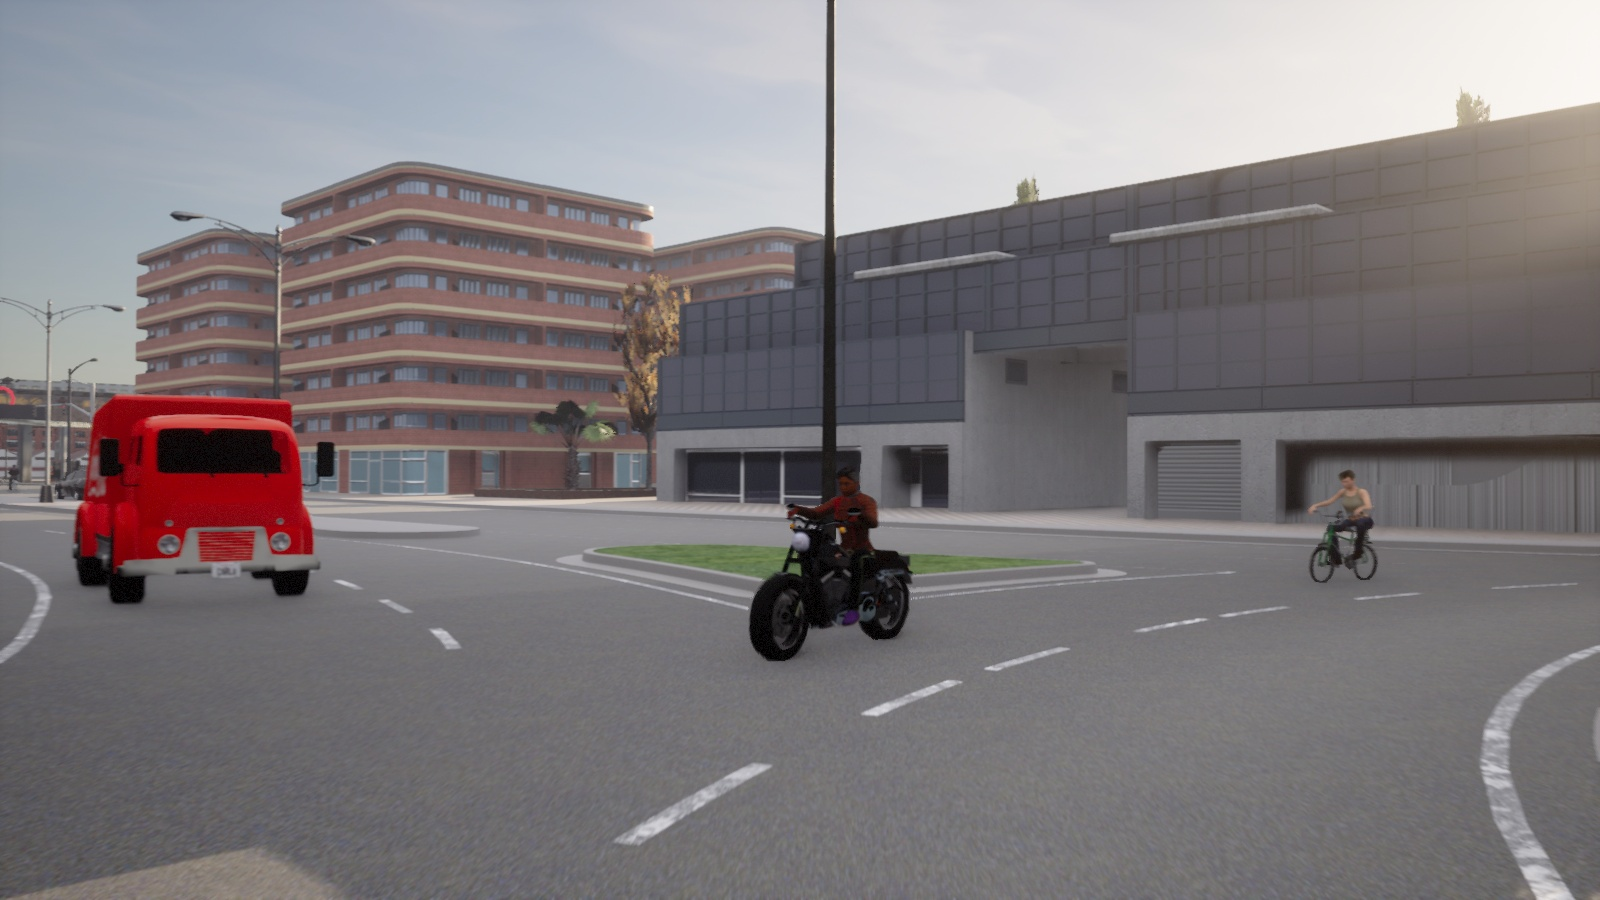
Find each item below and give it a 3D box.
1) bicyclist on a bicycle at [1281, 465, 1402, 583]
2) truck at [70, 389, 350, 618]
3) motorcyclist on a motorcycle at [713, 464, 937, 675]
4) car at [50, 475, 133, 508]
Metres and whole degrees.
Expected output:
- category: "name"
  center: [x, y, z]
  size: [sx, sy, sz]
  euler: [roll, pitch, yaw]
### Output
- category: "bicyclist on a bicycle"
  center: [7.784, 1.027, 18.044]
  size: [1.509, 1.612, 0.866]
  euler: [0, 0, -31]
- category: "truck"
  center: [-7.859, 0.632, 16.387]
  size: [2.627, 2.467, 5.204]
  euler: [0, -1, -33]
- category: "motorcyclist on a motorcycle"
  center: [0.287, 0.949, 11.034]
  size: [0.766, 1.649, 2.350]
  euler: [0, -1, 36]
- category: "car"
  center: [-33.636, 1.927, 59.551]
  size: [4.792, 1.488, 2.163]
  euler: [-1, -1, 45]
